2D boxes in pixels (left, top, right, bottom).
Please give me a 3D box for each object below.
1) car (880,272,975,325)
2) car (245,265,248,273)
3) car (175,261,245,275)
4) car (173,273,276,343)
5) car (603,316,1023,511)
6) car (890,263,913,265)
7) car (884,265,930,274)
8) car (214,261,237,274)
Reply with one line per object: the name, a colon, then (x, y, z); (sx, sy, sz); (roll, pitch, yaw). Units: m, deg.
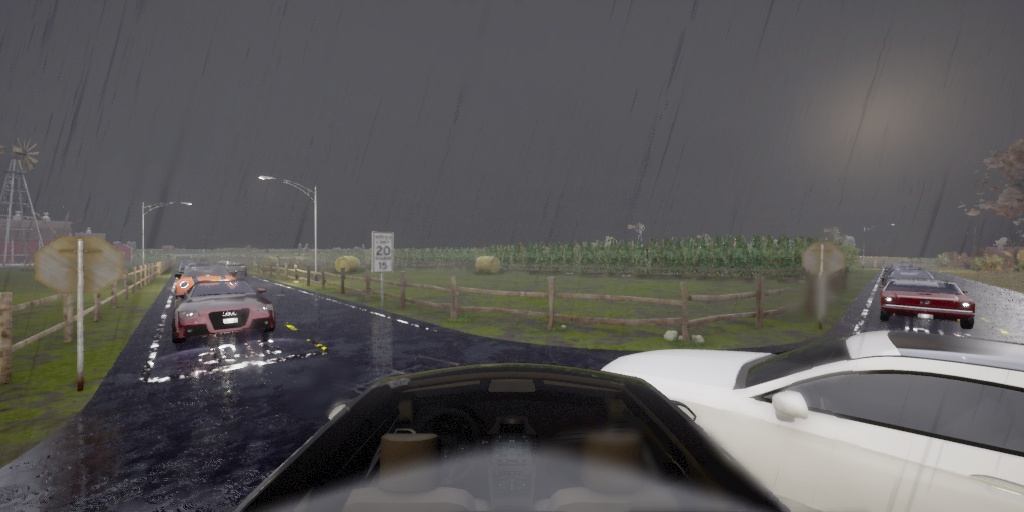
car: (13.372, 1.400, 11.738); (4.718, 1.301, 1.895); (0, 1, -44)
car: (-27.438, 1.308, 35.450); (2.128, 1.511, 4.902); (0, 0, -42)
car: (-13.925, 1.151, 16.394); (2.097, 1.767, 4.553); (0, 0, -42)
car: (-8.066, 1.361, 9.986); (1.994, 1.385, 4.181); (0, 0, -43)
car: (2.811, 1.293, 2.539); (1.812, 1.442, 4.674); (0, 1, -45)
car: (27.037, 1.406, 24.735); (4.181, 1.385, 1.994); (0, 1, -44)
car: (20.364, 1.366, 18.393); (5.357, 1.411, 2.033); (0, 1, -44)
car: (-34.255, 1.336, 42.820); (1.837, 1.490, 4.892); (0, 0, -42)
